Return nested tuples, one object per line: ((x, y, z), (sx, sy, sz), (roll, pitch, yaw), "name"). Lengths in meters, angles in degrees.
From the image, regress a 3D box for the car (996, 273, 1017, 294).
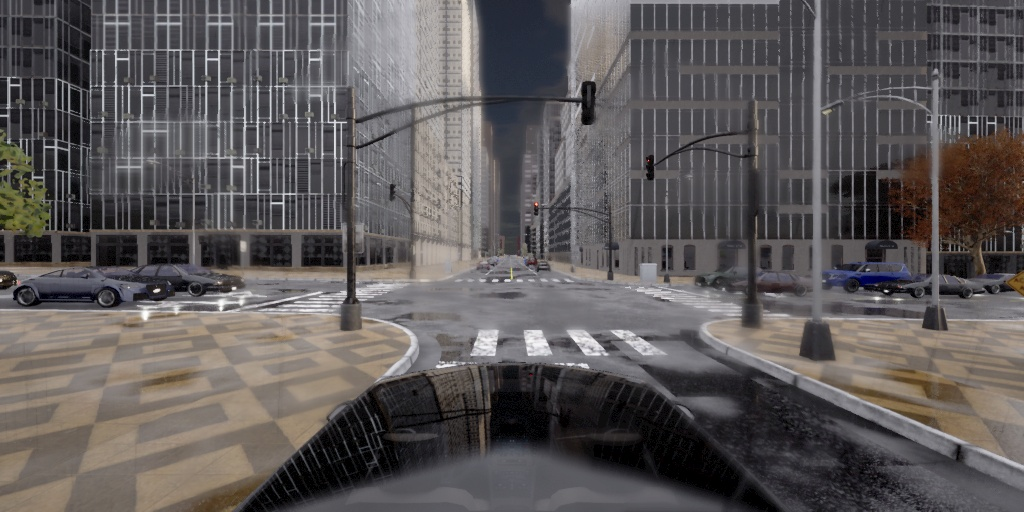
((34.567, 1.942, 25.384), (5.357, 1.411, 2.033), (1, 0, -3), "car")

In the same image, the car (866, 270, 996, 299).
((25.187, 1.775, 21.699), (5.357, 1.411, 2.033), (1, 0, -3), "car")

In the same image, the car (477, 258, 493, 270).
((-4.030, 1.342, 51.165), (1.802, 1.307, 4.207), (0, 0, 0), "car")

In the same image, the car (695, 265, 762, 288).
((14.996, 1.396, 24.479), (4.553, 1.767, 2.097), (1, 0, -3), "car")

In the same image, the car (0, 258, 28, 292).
((-25.275, 0.816, 15.905), (4.892, 1.490, 1.837), (1, 0, -3), "car")

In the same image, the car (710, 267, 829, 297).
((15.128, 1.595, 21.230), (5.357, 1.411, 2.033), (1, 0, -3), "car")

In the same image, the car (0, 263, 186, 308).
((-15.079, 1.063, 13.122), (4.181, 1.385, 1.994), (1, 0, -3), "car")

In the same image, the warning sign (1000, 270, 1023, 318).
((17.274, 1.204, 11.872), (1.060, 1.860, 1.300), (0, 0, -3), "warning sign")

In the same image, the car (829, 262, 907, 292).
((24.339, 1.433, 24.911), (5.566, 2.045, 2.150), (1, 0, -3), "car")

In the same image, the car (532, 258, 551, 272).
((3.924, 1.329, 45.673), (1.948, 1.339, 4.313), (0, 0, 0), "car")

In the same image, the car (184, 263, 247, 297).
((-15.353, 1.040, 16.397), (5.357, 1.411, 2.033), (1, 0, 0), "car")
